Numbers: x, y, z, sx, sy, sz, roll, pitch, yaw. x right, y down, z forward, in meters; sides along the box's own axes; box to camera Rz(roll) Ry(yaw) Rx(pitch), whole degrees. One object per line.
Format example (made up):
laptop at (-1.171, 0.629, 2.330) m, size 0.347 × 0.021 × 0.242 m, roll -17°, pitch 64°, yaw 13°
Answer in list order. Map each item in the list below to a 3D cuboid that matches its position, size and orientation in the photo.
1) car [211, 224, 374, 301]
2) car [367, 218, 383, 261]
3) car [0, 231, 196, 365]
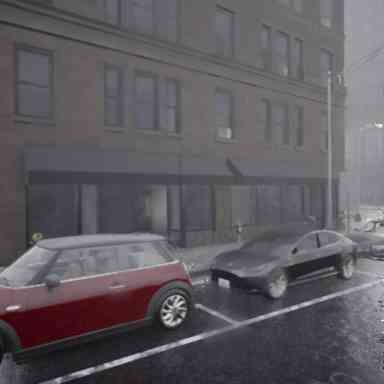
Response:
car at (2.465, 1.598, 8.419) m, size 4.313 × 1.339 × 1.947 m, roll 0°, pitch -1°, yaw -35°
car at (6.947, 1.609, 11.616) m, size 4.403 × 1.369 × 2.008 m, roll 0°, pitch -1°, yaw -35°
car at (-2.017, 1.446, 5.224) m, size 4.097 × 1.590 × 1.967 m, roll 0°, pitch -1°, yaw -35°
